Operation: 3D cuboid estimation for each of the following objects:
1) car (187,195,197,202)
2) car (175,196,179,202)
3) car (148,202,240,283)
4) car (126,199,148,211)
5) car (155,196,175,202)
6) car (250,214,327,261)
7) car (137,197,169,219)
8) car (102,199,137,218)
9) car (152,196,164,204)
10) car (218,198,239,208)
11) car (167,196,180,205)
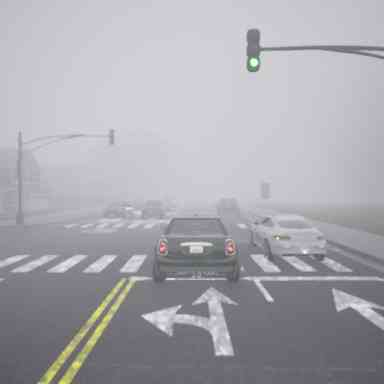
[{"bbox_3d":[0.022,1.465,70.527,2.128,1.511,4.902,0,0,0],"label":"car"},{"bbox_3d":[-3.290,1.317,47.684,2.097,1.767,4.553,0,0,0],"label":"car"},{"bbox_3d":[0.103,1.349,9.795,2.097,1.767,4.553,0,0,0],"label":"car"},{"bbox_3d":[-6.572,1.537,40.215,1.994,1.385,4.181,0,0,1],"label":"car"},{"bbox_3d":[-3.336,1.500,38.667,1.812,1.442,4.674,0,0,1],"label":"car"},{"bbox_3d":[3.351,1.522,12.163,1.812,1.442,4.674,0,0,0],"label":"car"},{"bbox_3d":[-3.338,1.489,29.413,1.837,1.490,4.892,0,0,0],"label":"car"},{"bbox_3d":[-6.578,1.531,30.232,2.033,1.411,5.357,0,0,1],"label":"car"},{"bbox_3d":[-6.480,1.476,64.340,1.812,1.442,4.674,0,0,0],"label":"car"},{"bbox_3d":[3.362,1.332,32.583,2.097,1.767,4.553,0,0,0],"label":"car"},{"bbox_3d":[-3.260,1.429,59.372,1.882,1.535,5.008,0,0,1],"label":"car"}]
